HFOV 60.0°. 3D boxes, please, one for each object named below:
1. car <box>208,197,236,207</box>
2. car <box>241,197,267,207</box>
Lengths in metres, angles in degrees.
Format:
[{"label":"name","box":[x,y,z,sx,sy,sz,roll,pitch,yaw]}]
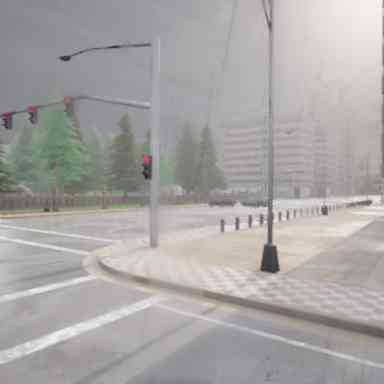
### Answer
[{"label":"car","box":[4.203,1.422,46.565,1.895,1.301,4.718,1,0,36]},{"label":"car","box":[8.890,1.396,47.076,2.033,1.411,5.357,1,0,36]}]
